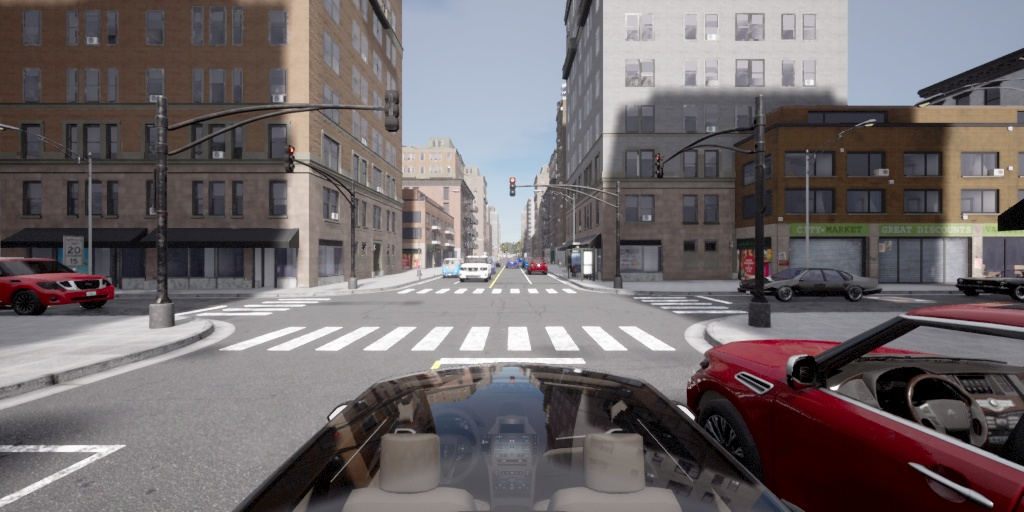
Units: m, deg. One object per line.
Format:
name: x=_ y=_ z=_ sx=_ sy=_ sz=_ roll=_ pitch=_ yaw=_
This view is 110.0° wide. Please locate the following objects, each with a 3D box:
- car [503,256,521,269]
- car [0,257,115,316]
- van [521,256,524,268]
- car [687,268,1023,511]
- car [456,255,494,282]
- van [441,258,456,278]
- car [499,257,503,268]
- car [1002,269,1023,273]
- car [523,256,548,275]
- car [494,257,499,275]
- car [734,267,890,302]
car: x=0.045 y=1.094 z=57.985 sx=2.097 sy=1.767 sz=4.553 roll=0 pitch=0 yaw=1
car: x=-18.199 y=1.044 z=13.149 sx=5.566 sy=2.045 sz=2.150 roll=0 pitch=0 yaw=0
van: x=2.686 y=1.083 z=54.867 sx=1.690 sy=1.789 sz=3.998 roll=0 pitch=0 yaw=0
car: x=2.637 y=1.065 z=1.277 sx=2.192 sy=1.841 sz=5.009 roll=0 pitch=0 yaw=0
car: x=-2.852 y=0.969 z=28.971 sx=2.150 sy=2.045 sz=5.566 roll=0 pitch=0 yaw=0
van: x=-5.410 y=1.087 z=33.240 sx=1.690 sy=1.789 sz=3.998 roll=0 pitch=0 yaw=0
car: x=-2.777 y=1.343 z=60.084 sx=1.895 sy=1.301 sz=4.718 roll=0 pitch=0 yaw=0
car: x=23.278 y=1.243 z=16.164 sx=4.718 sy=1.301 sz=1.895 roll=0 pitch=0 yaw=0
car: x=2.702 y=1.060 z=38.648 sx=2.192 sy=1.841 sz=5.009 roll=0 pitch=0 yaw=0
car: x=-2.851 y=1.099 z=39.182 sx=2.097 sy=1.767 sz=4.553 roll=0 pitch=0 yaw=0
car: x=13.288 y=1.232 z=16.150 sx=5.357 sy=1.411 sz=2.033 roll=0 pitch=0 yaw=0
